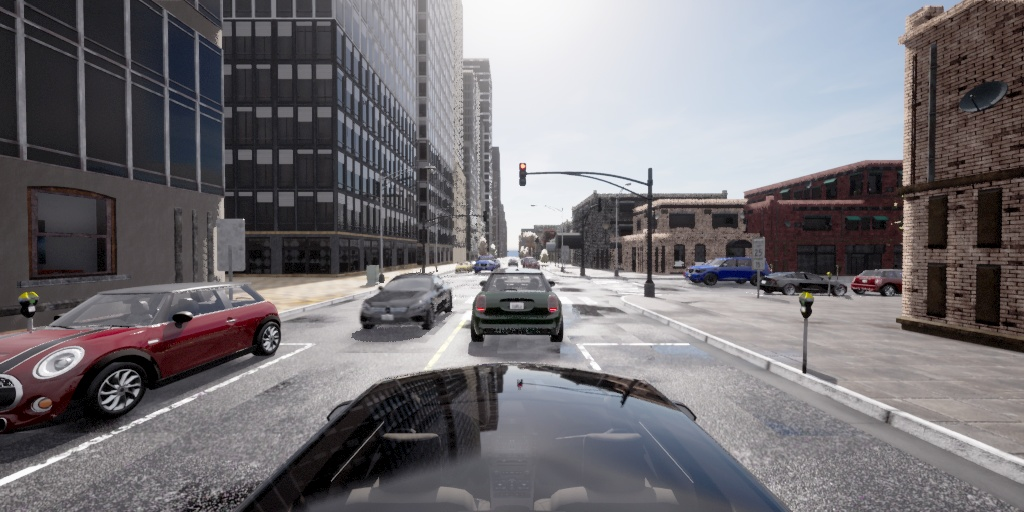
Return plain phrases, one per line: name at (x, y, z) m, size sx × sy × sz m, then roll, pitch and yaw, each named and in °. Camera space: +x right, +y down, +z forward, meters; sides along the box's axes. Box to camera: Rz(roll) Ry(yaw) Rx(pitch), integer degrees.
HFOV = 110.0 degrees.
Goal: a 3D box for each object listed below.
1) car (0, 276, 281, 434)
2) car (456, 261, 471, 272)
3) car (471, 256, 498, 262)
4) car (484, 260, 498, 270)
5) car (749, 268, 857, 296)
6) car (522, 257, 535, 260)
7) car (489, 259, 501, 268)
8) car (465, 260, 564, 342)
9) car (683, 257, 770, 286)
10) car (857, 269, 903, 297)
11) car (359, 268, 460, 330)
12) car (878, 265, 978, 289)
car at (-5.684, 1.189, 5.613) m, size 1.967 × 1.591 × 4.097 m, roll 0°, pitch 0°, yaw 0°
car at (-5.749, 1.265, 43.391) m, size 1.751 × 1.417 × 4.829 m, roll 0°, pitch 0°, yaw 0°
car at (-3.013, 0.962, 41.496) m, size 2.150 × 2.045 × 5.566 m, roll 0°, pitch 0°, yaw 1°
car at (-2.998, 1.264, 51.686) m, size 1.812 × 1.442 × 4.674 m, roll 0°, pitch 0°, yaw 0°
car at (16.447, 1.547, 20.446) m, size 4.313 × 1.339 × 1.948 m, roll 0°, pitch 0°, yaw 1°
car at (2.780, 1.179, 49.134) m, size 1.967 × 1.591 × 4.097 m, roll 0°, pitch 0°, yaw 0°
car at (-2.956, 1.262, 61.937) m, size 1.812 × 1.442 × 4.674 m, roll 0°, pitch 0°, yaw 0°
car at (0.150, 1.100, 9.910) m, size 2.097 × 1.767 × 4.553 m, roll 0°, pitch 0°, yaw 1°
car at (15.777, 1.105, 26.234) m, size 5.566 × 2.045 × 2.150 m, roll 1°, pitch 1°, yaw 1°
car at (21.994, 1.474, 20.364) m, size 4.097 × 1.591 × 1.967 m, roll 0°, pitch 0°, yaw 1°
car at (-3.038, 1.273, 11.238) m, size 1.812 × 1.442 × 4.674 m, roll 0°, pitch 0°, yaw 1°
car at (30.070, 1.498, 26.024) m, size 5.008 × 1.535 × 1.882 m, roll 0°, pitch 1°, yaw 1°
